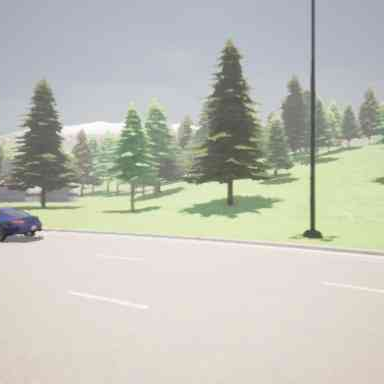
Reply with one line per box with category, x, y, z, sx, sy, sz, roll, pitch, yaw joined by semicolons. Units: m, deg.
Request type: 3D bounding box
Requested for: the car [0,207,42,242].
car;-9.223;1.419;15.472;4.674;1.442;1.812;0;0;17
